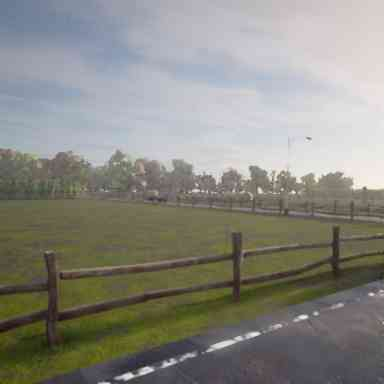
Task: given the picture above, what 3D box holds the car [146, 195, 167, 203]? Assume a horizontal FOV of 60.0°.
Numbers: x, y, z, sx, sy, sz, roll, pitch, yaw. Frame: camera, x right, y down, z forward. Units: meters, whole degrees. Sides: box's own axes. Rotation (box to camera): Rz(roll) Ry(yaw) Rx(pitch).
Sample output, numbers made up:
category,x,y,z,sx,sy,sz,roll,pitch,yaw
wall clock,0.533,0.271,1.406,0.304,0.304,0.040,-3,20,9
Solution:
category,x,y,z,sx,sy,sz,roll,pitch,yaw
car,-6.215,1.205,58.618,1.895,1.301,4.718,2,0,-36
